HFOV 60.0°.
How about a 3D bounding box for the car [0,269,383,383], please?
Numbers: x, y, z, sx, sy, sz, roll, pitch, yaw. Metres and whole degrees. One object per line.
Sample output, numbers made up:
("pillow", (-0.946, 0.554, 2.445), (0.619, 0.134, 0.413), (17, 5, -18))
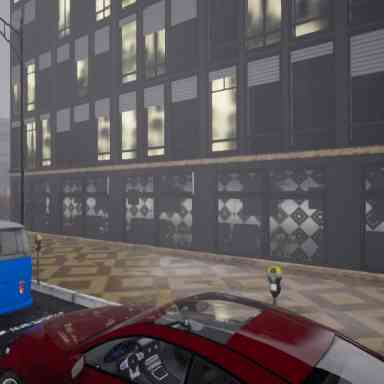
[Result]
("car", (0.000, 1.582, 2.836), (4.206, 1.307, 1.802), (0, 0, 35))

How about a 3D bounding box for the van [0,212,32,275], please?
("van", (-4.633, 1.342, 6.138), (3.998, 1.788, 1.690), (0, 0, 35))

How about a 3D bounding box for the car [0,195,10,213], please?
("car", (-14.535, 1.357, 28.246), (2.192, 1.841, 5.009), (-1, -1, 35))
